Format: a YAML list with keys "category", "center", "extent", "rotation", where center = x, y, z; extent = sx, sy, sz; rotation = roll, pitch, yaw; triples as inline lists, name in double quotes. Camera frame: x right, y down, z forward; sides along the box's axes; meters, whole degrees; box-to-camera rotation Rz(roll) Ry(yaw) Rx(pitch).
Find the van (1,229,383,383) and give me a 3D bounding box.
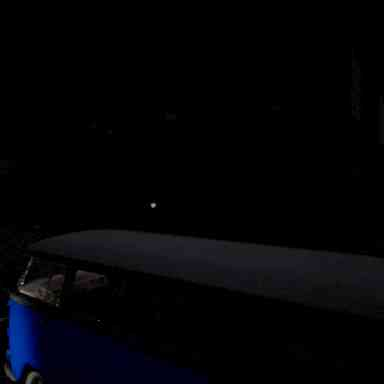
- category: "van"
  center: [-0.097, 1.328, 3.028]
  extent: [3.998, 1.788, 1.690]
  rotation: [1, 1, 35]
